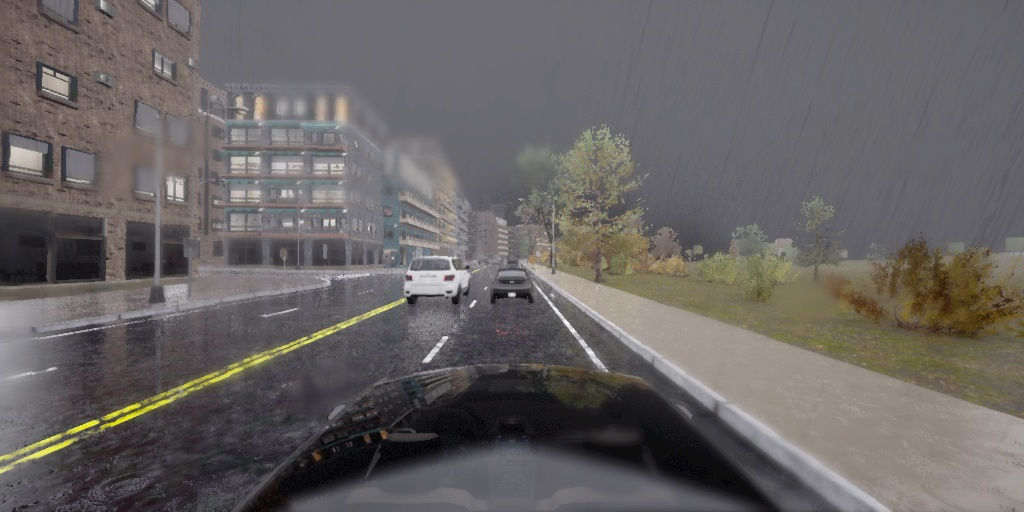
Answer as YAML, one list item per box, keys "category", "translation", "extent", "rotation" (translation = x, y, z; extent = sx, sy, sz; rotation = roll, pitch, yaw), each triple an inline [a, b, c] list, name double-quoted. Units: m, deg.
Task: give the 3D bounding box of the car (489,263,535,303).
- category: "car"
  translation: [0.000, 1.270, 16.500]
  extent: [1.837, 1.490, 4.892]
  rotation: [0, 0, 0]

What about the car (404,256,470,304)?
- category: "car"
  translation: [-3.250, 1.011, 16.531]
  extent: [2.150, 2.045, 5.566]
  rotation: [0, 0, 0]

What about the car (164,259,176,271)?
- category: "car"
  translation: [-37.673, 0.884, 37.412]
  extent: [4.207, 1.307, 1.802]
  rotation: [0, 0, -2]

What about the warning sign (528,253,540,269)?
- category: "warning sign"
  translation: [2.851, 0.879, 50.265]
  extent: [1.300, 1.860, 1.060]
  rotation: [0, 0, 0]
